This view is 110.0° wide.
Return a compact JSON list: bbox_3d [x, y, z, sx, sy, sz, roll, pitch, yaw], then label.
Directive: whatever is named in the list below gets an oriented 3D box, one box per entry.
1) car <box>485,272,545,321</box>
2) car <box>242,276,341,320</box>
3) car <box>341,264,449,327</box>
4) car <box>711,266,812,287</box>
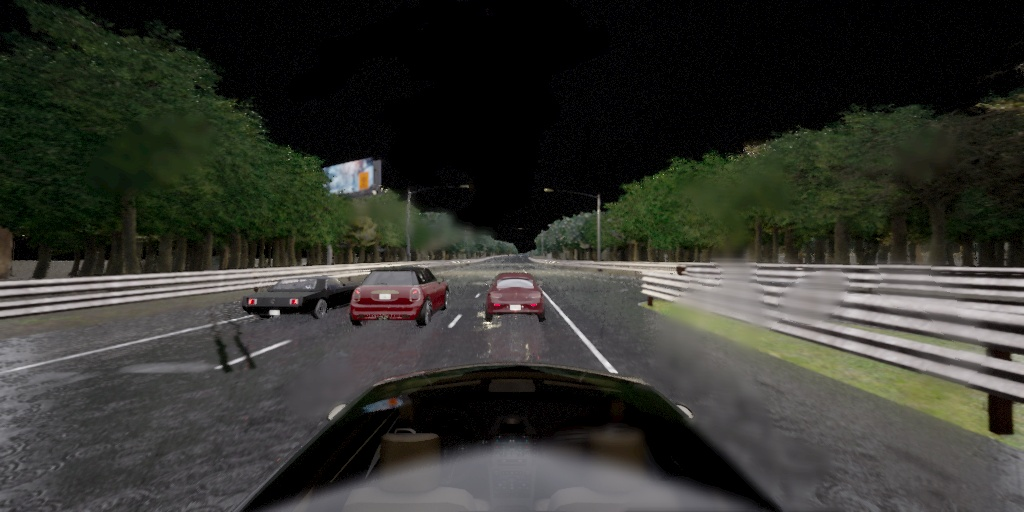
[{"bbox_3d":[0.096,1.290,12.398,1.812,1.442,4.674,0,0,0],"label":"car"},{"bbox_3d":[-6.909,1.365,12.661,1.895,1.301,4.718,0,0,0],"label":"car"},{"bbox_3d":[-3.404,1.114,11.736,2.097,1.767,4.553,0,0,0],"label":"car"},{"bbox_3d":[11.325,1.139,16.656,1.994,1.385,4.181,0,-1,-12],"label":"car"}]
